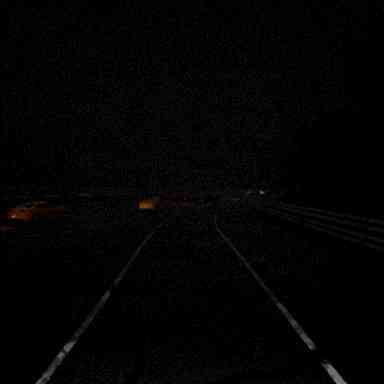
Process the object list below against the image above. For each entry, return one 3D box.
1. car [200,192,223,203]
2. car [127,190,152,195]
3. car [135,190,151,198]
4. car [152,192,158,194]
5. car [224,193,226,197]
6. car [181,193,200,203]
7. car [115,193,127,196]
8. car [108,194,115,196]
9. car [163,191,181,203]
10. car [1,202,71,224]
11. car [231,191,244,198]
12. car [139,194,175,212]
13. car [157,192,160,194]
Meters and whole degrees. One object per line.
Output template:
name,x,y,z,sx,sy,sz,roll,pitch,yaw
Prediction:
car,3.457,1.070,57.799,1.837,1.490,4.892,0,1,18
car,-12.171,0.728,77.384,2.150,2.045,5.566,0,1,18
car,-13.924,0.589,94.326,2.150,2.045,5.566,0,1,18
car,-10.486,0.701,93.571,2.097,1.767,4.553,0,1,18
car,8.129,0.734,94.102,1.812,1.442,4.674,0,0,18
car,0.145,1.180,58.924,1.895,1.301,4.718,0,1,18
car,-15.481,0.995,78.517,1.882,1.535,5.008,0,1,18
car,-18.899,1.087,79.331,1.994,1.385,4.181,0,1,18
car,-3.176,0.814,60.040,2.150,2.045,5.566,0,1,18
car,-11.192,1.451,24.762,1.882,1.535,5.008,0,1,18
car,11.621,0.878,82.398,1.895,1.301,4.718,0,1,18
car,-3.857,1.296,35.754,1.882,1.535,5.008,0,1,18
car,-7.172,0.884,92.442,1.994,1.385,4.181,0,1,18
